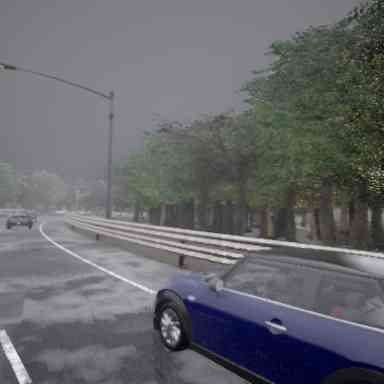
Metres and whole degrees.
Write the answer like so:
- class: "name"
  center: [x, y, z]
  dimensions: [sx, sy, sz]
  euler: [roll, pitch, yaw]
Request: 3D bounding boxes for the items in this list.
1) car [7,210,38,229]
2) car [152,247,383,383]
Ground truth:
- class: "car"
  center: [-14.996, 2.427, 29.135]
  dimensions: [2.128, 1.511, 4.902]
  euler: [2, -3, -24]
- class: "car"
  center: [1.341, 1.572, 4.672]
  dimensions: [2.097, 1.767, 4.553]
  euler: [3, -3, -39]
